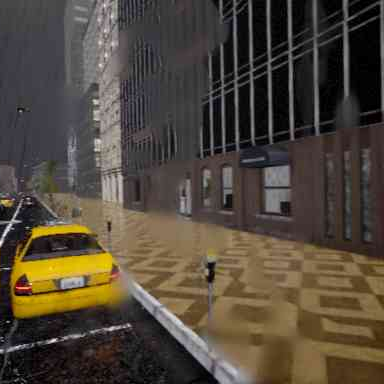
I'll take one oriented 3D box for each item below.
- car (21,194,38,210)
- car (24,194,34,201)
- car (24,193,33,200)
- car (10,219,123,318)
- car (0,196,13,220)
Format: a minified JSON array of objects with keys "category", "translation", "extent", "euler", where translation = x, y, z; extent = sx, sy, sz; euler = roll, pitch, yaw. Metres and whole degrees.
[{"category":"car","translation":[-19.089,1.278,39.048],"extent":[1.947,1.339,4.313],"euler":[-1,1,-26]},{"category":"car","translation":[-34.209,1.063,69.670],"extent":[1.802,1.307,4.206],"euler":[-1,1,-26]},{"category":"car","translation":[-36.805,0.965,74.925],"extent":[1.752,1.417,4.829],"euler":[-1,1,-26]},{"category":"car","translation":[-3.006,1.383,7.499],"extent":[1.801,1.575,5.366],"euler":[-2,1,-26]},{"category":"car","translation":[-15.240,1.362,25.394],"extent":[2.128,1.511,4.902],"euler":[-2,1,-26]}]
